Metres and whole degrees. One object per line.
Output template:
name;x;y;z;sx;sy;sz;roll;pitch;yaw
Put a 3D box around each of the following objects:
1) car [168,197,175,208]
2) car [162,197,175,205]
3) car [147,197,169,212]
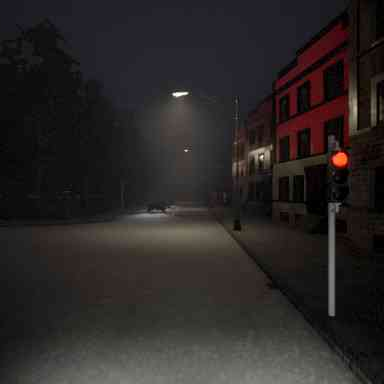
car;-4.032;1.491;48.067;2.128;1.511;4.902;0;0;0
car;-3.996;1.601;58.083;1.895;1.301;4.718;0;0;0
car;-4.049;1.601;38.689;1.895;1.301;4.718;0;0;0
